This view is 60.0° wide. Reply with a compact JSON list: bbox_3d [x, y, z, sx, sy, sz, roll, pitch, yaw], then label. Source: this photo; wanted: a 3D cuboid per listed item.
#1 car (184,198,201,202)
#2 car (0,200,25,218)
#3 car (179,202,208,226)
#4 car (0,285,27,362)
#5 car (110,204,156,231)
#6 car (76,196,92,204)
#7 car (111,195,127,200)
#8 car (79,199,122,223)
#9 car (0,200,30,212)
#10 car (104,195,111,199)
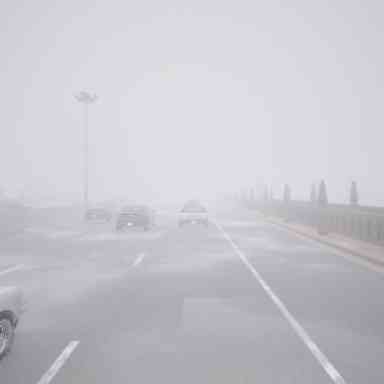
[{"bbox_3d":[0.100,1.524,41.367,1.837,1.490,4.892,0,0,0],"label":"car"},{"bbox_3d":[-17.594,1.498,30.408,2.128,1.511,4.902,0,0,0],"label":"car"},{"bbox_3d":[0.099,1.603,23.130,1.895,1.301,4.718,0,0,0],"label":"car"},{"bbox_3d":[-3.400,1.601,2.852,1.895,1.301,4.718,0,0,0],"label":"car"},{"bbox_3d":[-3.400,1.506,20.608,1.837,1.490,4.892,0,0,0],"label":"car"},{"bbox_3d":[-21.003,1.556,64.835,1.882,1.535,5.008,0,0,0],"label":"car"},{"bbox_3d":[-14.004,1.580,65.475,1.837,1.490,4.892,0,0,0],"label":"car"},{"bbox_3d":[-6.900,1.529,25.683,1.812,1.442,4.674,0,0,0],"label":"car"},{"bbox_3d":[-14.097,1.481,25.093,1.882,1.535,5.008,0,0,0],"label":"car"},{"bbox_3d":[-17.512,1.457,71.304,2.097,1.767,4.553,0,0,0],"label":"car"}]
